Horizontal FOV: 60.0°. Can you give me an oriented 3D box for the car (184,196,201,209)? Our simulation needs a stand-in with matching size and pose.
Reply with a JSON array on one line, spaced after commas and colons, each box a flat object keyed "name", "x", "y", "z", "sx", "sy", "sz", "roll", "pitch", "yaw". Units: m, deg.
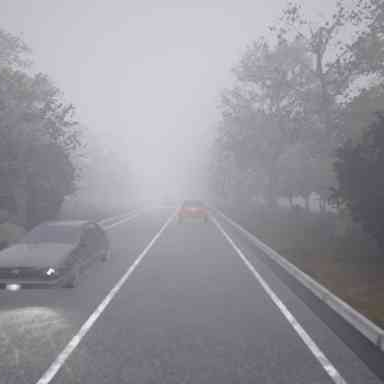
[{"name": "car", "x": 0.091, "y": 1.400, "z": 44.326, "sx": 2.128, "sy": 1.511, "sz": 4.902, "roll": 0, "pitch": 0, "yaw": 0}]

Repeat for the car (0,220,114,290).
[{"name": "car", "x": -3.597, "y": 1.531, "z": 9.361, "sx": 2.033, "sy": 1.411, "sz": 5.357, "roll": 0, "pitch": 0, "yaw": 0}]

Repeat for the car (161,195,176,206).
[{"name": "car", "x": -3.571, "y": 1.224, "z": 51.113, "sx": 2.097, "sy": 1.767, "sz": 4.553, "roll": 0, "pitch": 0, "yaw": 0}]

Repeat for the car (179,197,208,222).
[{"name": "car", "x": 0.094, "y": 1.310, "z": 26.138, "sx": 2.097, "sy": 1.767, "sz": 4.553, "roll": 0, "pitch": 0, "yaw": 0}]
